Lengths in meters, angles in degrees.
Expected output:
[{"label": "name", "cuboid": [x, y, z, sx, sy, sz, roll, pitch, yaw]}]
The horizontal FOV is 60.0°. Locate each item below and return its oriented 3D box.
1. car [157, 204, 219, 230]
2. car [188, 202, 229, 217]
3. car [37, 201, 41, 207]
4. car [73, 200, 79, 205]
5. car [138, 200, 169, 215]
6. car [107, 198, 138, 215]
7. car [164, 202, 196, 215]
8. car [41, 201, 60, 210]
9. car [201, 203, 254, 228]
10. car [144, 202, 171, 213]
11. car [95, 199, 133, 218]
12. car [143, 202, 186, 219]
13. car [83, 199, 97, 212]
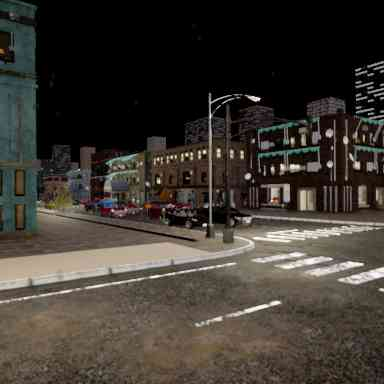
[{"label": "car", "cuboid": [-0.406, 1.838, 23.751, 1.947, 1.339, 4.313, -1, 0, -35]}, {"label": "car", "cuboid": [1.714, 1.849, 35.473, 2.008, 1.369, 4.403, -1, 0, -35]}, {"label": "car", "cuboid": [-30.704, 2.399, 66.778, 2.008, 1.369, 4.403, -1, 0, -35]}, {"label": "car", "cuboid": [-27.061, 2.402, 76.138, 1.947, 1.339, 4.313, -1, 0, -35]}, {"label": "car", "cuboid": [-4.008, 1.742, 39.078, 2.097, 1.767, 4.553, -1, 0, -35]}, {"label": "car", "cuboid": [-7.841, 1.792, 38.975, 2.097, 1.767, 4.553, -1, 0, -35]}, {"label": "car", "cuboid": [-1.483, 1.943, 39.992, 1.802, 1.307, 4.206, -1, 0, -35]}, {"label": "car", "cuboid": [-24.211, 2.256, 57.602, 1.752, 1.417, 4.829, -1, 0, -35]}, {"label": "car", "cuboid": [2.422, 1.763, 24.472, 1.812, 1.442, 4.674, -1, 0, -37]}, {"label": "car", "cuboid": [-4.679, 2.005, 44.509, 1.802, 1.307, 4.206, -1, 0, -35]}, {"label": "car", "cuboid": [-8.326, 1.870, 35.149, 1.967, 1.590, 4.097, -1, 0, -35]}, {"label": "car", "cuboid": [-2.686, 1.903, 31.688, 1.994, 1.385, 4.181, -1, 0, -35]}, {"label": "car", "cuboid": [-13.818, 2.103, 47.482, 2.033, 1.411, 5.357, -1, 0, -35]}]
